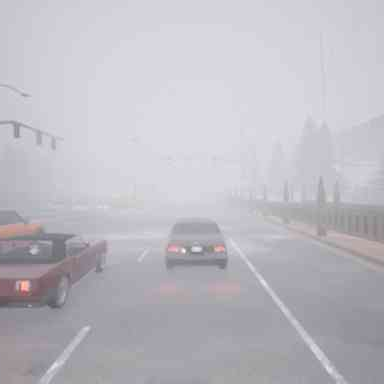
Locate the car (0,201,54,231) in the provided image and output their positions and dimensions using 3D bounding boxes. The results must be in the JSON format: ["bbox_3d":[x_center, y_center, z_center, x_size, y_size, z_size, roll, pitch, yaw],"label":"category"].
[{"bbox_3d":[-6.870,1.341,11.447,2.097,1.767,4.553,0,0,0],"label":"car"}]

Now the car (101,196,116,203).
[{"bbox_3d":[-17.311,1.534,69.223,1.895,1.301,4.718,0,0,0],"label":"car"}]

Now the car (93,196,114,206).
[{"bbox_3d":[-13.916,1.517,53.664,1.994,1.385,4.181,0,0,1],"label":"car"}]

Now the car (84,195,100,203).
[{"bbox_3d":[-20.810,1.462,69.436,1.812,1.442,4.674,0,0,0],"label":"car"}]

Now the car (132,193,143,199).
[{"bbox_3d":[-13.769,1.066,84.202,1.812,1.442,4.674,0,0,0],"label":"car"}]

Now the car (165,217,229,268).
[{"bbox_3d":[0.129,1.538,11.154,2.033,1.411,5.357,0,0,0],"label":"car"}]

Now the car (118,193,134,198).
[{"bbox_3d":[-13.812,1.165,68.729,2.150,2.045,5.566,0,0,0],"label":"car"}]

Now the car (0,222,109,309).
[{"bbox_3d":[-3.380,1.593,7.770,1.895,1.301,4.718,0,0,0],"label":"car"}]

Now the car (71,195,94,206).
[{"bbox_3d":[-17.414,1.516,53.642,1.994,1.385,4.181,0,0,1],"label":"car"}]

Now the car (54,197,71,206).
[{"bbox_3d":[-20.899,1.498,54.109,2.033,1.411,5.357,0,0,1],"label":"car"}]
